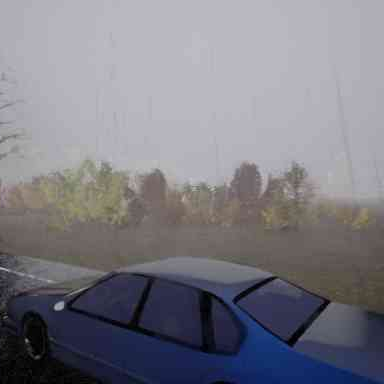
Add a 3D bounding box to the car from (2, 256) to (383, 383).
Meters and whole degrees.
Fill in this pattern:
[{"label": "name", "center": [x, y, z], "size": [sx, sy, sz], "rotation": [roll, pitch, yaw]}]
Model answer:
[{"label": "car", "center": [-0.236, 1.578, 4.190], "size": [5.357, 1.411, 2.033], "rotation": [-1, 0, 35]}]
